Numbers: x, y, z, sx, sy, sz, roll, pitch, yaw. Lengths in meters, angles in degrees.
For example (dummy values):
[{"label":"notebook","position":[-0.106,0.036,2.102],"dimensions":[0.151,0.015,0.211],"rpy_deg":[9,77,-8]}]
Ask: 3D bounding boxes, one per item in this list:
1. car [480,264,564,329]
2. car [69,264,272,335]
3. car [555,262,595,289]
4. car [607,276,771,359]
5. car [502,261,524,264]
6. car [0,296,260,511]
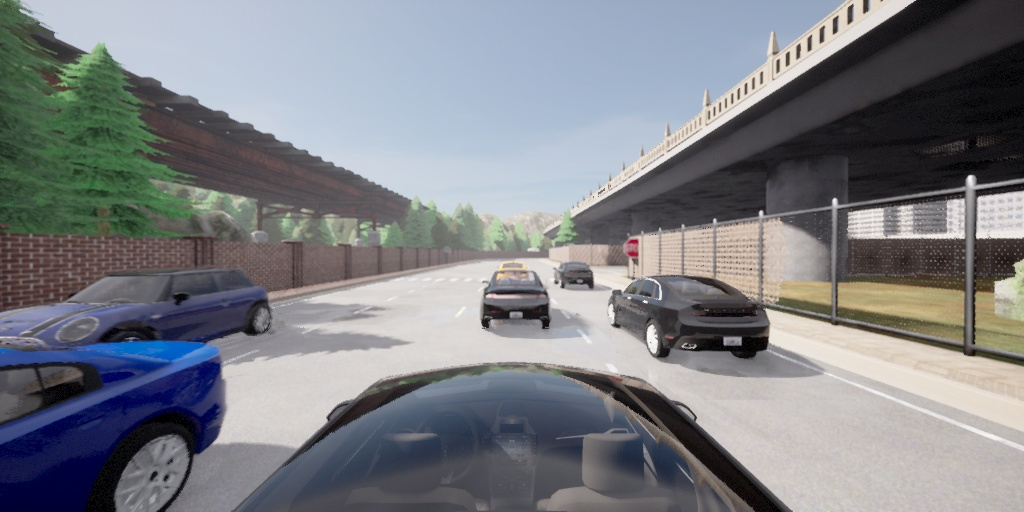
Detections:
[{"label":"car","position":[0.089,1.161,10.905],"dimensions":[2.128,1.511,4.902],"rpy_deg":[0,1,0]},{"label":"car","position":[-7.095,1.054,7.085],"dimensions":[2.097,1.767,4.553],"rpy_deg":[0,1,0]},{"label":"car","position":[3.602,1.079,21.389],"dimensions":[1.837,1.490,4.892],"rpy_deg":[0,0,0]},{"label":"car","position":[3.597,1.191,8.252],"dimensions":[1.837,1.490,4.892],"rpy_deg":[0,-1,0]},{"label":"car","position":[0.085,1.047,22.014],"dimensions":[1.882,1.535,5.008],"rpy_deg":[0,1,1]},{"label":"car","position":[-3.601,1.232,1.242],"dimensions":[1.882,1.535,5.008],"rpy_deg":[0,1,0]}]
